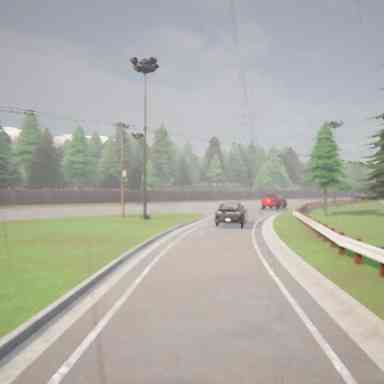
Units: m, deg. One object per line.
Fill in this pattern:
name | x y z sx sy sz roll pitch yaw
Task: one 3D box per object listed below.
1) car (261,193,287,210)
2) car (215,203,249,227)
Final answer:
car | 10.552 1.173 42.560 2.150 2.045 5.566 0 0 29
car | 2.734 1.460 22.381 2.128 1.511 4.902 0 0 13
